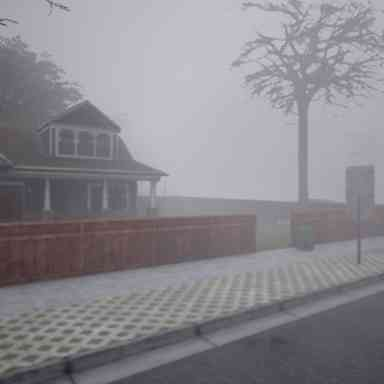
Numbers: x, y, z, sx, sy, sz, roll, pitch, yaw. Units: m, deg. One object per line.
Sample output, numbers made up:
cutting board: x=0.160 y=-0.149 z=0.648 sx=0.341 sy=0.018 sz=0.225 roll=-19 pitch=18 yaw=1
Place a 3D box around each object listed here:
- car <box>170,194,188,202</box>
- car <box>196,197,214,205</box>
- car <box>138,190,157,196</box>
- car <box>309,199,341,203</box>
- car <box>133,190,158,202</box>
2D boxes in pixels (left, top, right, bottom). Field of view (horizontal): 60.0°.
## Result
car: x=-2.397 y=1.135 z=51.681 sx=1.837 sy=1.490 sz=4.892 roll=0 pitch=1 yaw=-35
car: x=1.919 y=1.317 z=40.816 sx=1.812 sy=1.442 sz=4.674 roll=0 pitch=1 yaw=-36
car: x=-7.937 y=0.920 z=54.559 sx=1.882 sy=1.535 sz=5.008 roll=0 pitch=1 yaw=-36
car: x=11.524 y=1.399 z=27.574 sx=2.097 sy=1.767 sz=4.553 roll=0 pitch=1 yaw=-36
car: x=-8.421 y=0.688 z=59.908 sx=2.150 sy=2.045 sz=5.566 roll=0 pitch=1 yaw=-36
